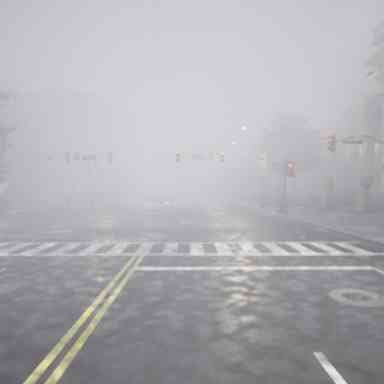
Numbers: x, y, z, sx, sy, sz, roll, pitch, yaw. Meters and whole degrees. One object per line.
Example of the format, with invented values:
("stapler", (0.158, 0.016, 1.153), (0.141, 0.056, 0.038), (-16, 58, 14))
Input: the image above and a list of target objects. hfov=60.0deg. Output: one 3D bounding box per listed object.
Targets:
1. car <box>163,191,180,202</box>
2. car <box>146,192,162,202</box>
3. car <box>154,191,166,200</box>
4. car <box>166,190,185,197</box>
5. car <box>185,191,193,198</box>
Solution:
("car", (-3.870, 1.119, 63.179), (1.837, 1.490, 4.892), (0, 0, 0))
("car", (-7.351, 1.170, 61.971), (2.033, 1.411, 5.357), (0, 0, 0))
("car", (-7.743, 1.067, 77.644), (2.033, 1.411, 5.357), (0, 0, -7))
("car", (-4.710, 0.799, 91.299), (2.097, 1.767, 4.553), (0, 0, -29))
("car", (-1.675, 0.658, 93.016), (2.150, 2.045, 5.566), (0, 0, -29))
